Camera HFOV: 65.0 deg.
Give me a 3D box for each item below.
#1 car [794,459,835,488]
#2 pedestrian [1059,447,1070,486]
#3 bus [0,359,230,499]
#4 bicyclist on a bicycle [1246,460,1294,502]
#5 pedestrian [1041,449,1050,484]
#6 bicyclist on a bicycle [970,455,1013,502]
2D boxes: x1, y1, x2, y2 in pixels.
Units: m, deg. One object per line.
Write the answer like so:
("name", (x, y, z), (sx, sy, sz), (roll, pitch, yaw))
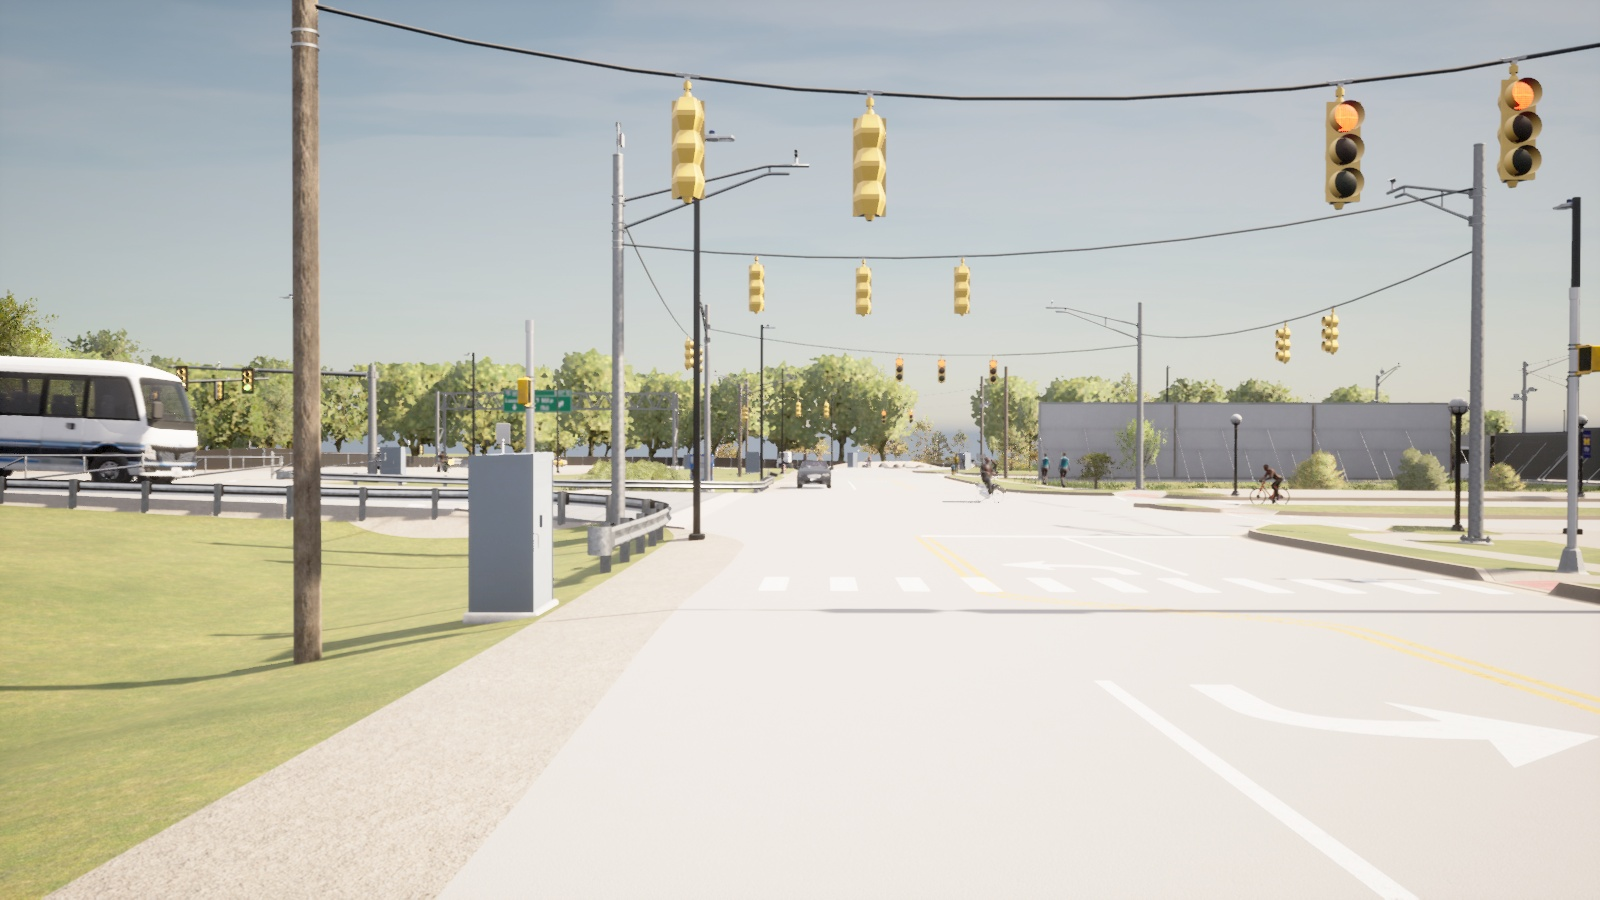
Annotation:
("car", (0.803, 1.251, 68.354), (2.128, 1.511, 4.902), (0, 0, 1))
("pedestrian", (13.236, 0.843, 62.870), (0.396, 1.930, 0.692), (0, 1, 0))
("bus", (-25.056, -0.733, 41.749), (10.273, 4.253, 3.944), (2, -1, 1))
("bicyclist on a bicycle", (18.474, 1.216, 49.348), (1.656, 1.620, 0.582), (0, 0, -5))
("pedestrian", (13.745, 0.924, 70.400), (0.396, 1.930, 0.692), (0, 1, 1))
("bicyclist on a bicycle", (7.305, 1.079, 47.925), (0.659, 1.776, 1.843), (1, -1, -27))
